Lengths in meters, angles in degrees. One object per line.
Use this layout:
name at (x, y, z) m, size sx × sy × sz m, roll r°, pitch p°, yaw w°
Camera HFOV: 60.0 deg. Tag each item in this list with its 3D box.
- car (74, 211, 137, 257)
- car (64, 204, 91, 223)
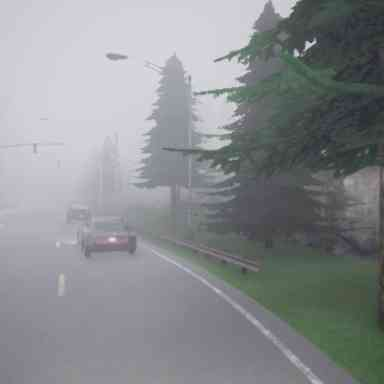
car at (-3.624, 1.702, 13.844) m, size 1.994 × 1.385 × 4.181 m, roll 0°, pitch -1°, yaw -22°
car at (-9.677, 1.755, 28.145) m, size 1.882 × 1.535 × 5.008 m, roll 0°, pitch -1°, yaw -24°
